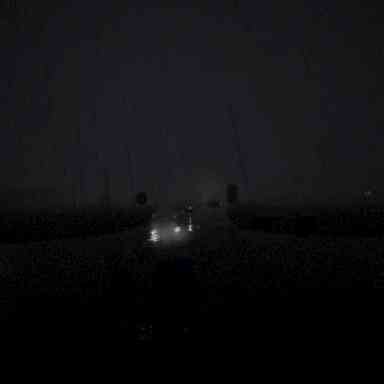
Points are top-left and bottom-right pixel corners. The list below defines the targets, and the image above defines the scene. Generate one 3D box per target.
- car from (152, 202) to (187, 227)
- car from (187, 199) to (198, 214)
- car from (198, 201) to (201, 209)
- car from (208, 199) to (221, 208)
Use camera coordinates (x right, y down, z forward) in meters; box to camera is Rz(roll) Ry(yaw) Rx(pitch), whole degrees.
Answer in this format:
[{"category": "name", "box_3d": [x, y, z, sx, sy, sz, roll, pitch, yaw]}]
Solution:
[{"category": "car", "box_3d": [-1.675, 1.640, 24.188, 1.812, 1.442, 4.674, 0, 0, 4]}, {"category": "car", "box_3d": [-0.745, 1.770, 37.743, 1.895, 1.301, 4.718, 0, 0, 5]}, {"category": "car", "box_3d": [0.242, 1.739, 49.434, 1.812, 1.442, 4.674, 0, 0, 6]}, {"category": "car", "box_3d": [3.509, 1.766, 52.857, 2.033, 1.411, 5.357, 0, 0, 6]}]
